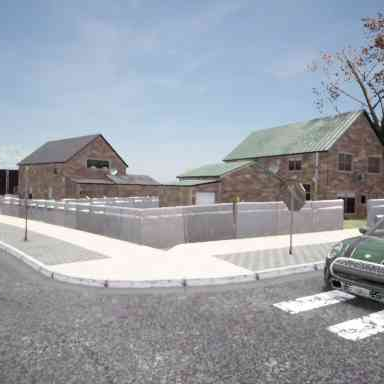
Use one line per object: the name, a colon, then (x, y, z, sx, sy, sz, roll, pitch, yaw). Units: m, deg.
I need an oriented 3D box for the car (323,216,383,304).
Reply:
car: (5.026, 1.247, 7.415, 4.553, 1.767, 2.097, 0, 2, -33)
